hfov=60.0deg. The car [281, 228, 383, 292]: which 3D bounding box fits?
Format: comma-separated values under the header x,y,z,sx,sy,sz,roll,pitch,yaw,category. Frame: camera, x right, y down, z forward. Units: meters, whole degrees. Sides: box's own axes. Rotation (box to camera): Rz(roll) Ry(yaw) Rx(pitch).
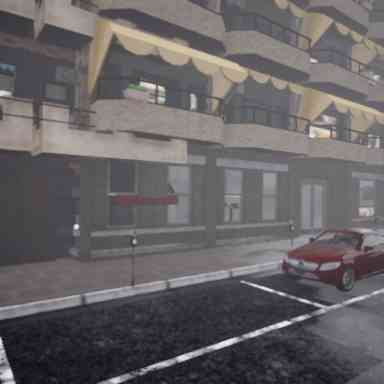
x,y,z,sx,sy,sz,roll,pitch,yaw,category
4.291,1.669,9.151,4.206,1.307,1.802,1,0,-35,car
